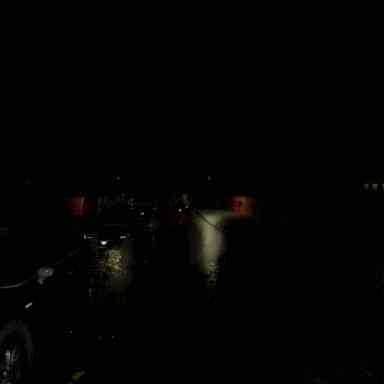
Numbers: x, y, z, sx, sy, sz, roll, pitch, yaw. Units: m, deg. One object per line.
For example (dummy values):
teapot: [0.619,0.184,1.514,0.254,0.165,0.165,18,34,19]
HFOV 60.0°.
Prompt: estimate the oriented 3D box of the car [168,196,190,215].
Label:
car: [-1.292,1.471,33.958,1.837,1.490,4.892,0,1,-4]

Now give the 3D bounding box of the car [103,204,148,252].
car: [-3.151,1.505,14.010,1.837,1.490,4.892,0,0,-2]

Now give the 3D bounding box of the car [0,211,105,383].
car: [-2.936,1.356,4.838,2.097,1.767,4.553,0,0,-1]

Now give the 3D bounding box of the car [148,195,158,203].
car: [-8.092,1.420,68.902,1.812,1.442,4.674,0,0,-9]

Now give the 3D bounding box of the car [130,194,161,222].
car: [-3.711,1.208,26.864,2.150,2.045,5.566,0,0,-3]
